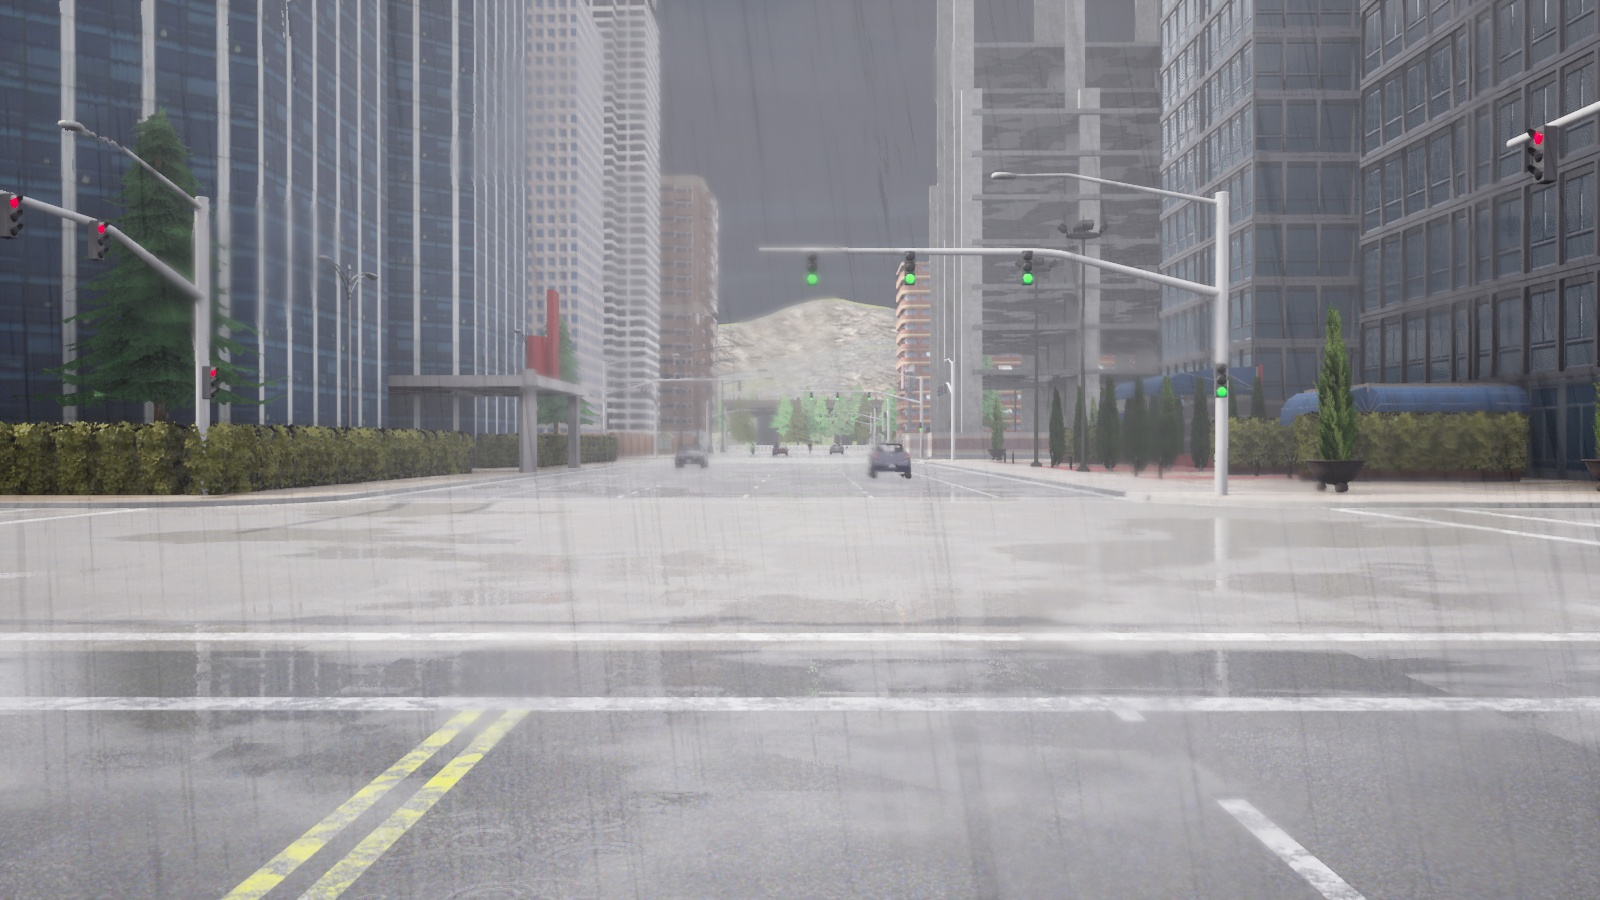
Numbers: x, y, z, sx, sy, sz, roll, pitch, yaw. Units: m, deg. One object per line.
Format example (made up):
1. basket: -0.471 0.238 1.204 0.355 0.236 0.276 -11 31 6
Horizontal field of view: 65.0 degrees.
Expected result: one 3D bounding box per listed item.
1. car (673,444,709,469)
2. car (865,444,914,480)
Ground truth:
1. car: -6.558 0.367 75.922 1.816 1.474 4.193 0 0 0
2. car: 3.819 0.488 54.003 1.845 1.501 3.633 0 0 0
